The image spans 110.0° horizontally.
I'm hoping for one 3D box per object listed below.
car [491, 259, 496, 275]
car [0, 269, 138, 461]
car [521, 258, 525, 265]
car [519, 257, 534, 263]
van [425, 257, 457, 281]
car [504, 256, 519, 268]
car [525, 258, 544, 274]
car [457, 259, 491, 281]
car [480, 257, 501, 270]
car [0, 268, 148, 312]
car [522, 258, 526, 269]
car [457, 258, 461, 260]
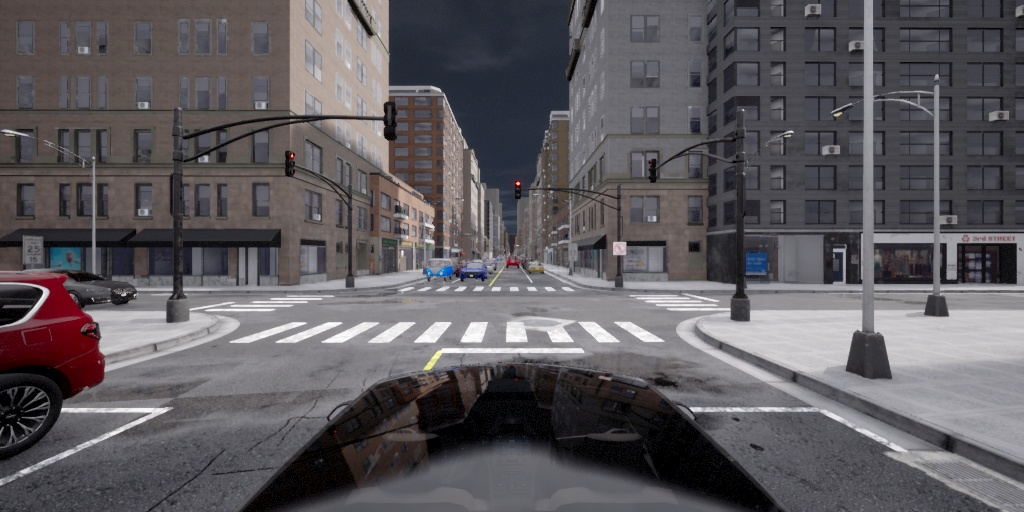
[{"bbox_3d":[-3.073,1.348,39.641,1.895,1.301,4.718,0,0,0],"label":"car"},{"bbox_3d":[-5.857,1.065,2.183,2.192,1.841,5.009,0,0,0],"label":"car"},{"bbox_3d":[2.702,1.311,51.530,1.948,1.339,4.313,0,0,0],"label":"car"},{"bbox_3d":[2.706,1.059,57.124,2.192,1.841,5.009,0,0,0],"label":"car"},{"bbox_3d":[-5.839,1.089,29.131,1.690,1.789,3.998,0,0,0],"label":"van"},{"bbox_3d":[0.139,0.964,61.019,2.150,2.045,5.566,0,0,0],"label":"car"},{"bbox_3d":[2.694,1.272,40.511,1.751,1.417,4.829,0,0,0],"label":"car"},{"bbox_3d":[-3.081,1.226,29.707,1.882,1.535,5.008,0,0,0],"label":"car"},{"bbox_3d":[-3.055,1.237,49.636,2.128,1.511,4.902,0,0,0],"label":"car"},{"bbox_3d":[-17.567,1.265,13.906,4.892,1.490,1.837,0,0,-2],"label":"car"},{"bbox_3d":[2.698,1.296,45.935,2.007,1.370,4.403,0,0,0],"label":"car"},{"bbox_3d":[-5.836,1.062,34.727,2.192,1.841,5.009,0,0,0],"label":"car"}]
